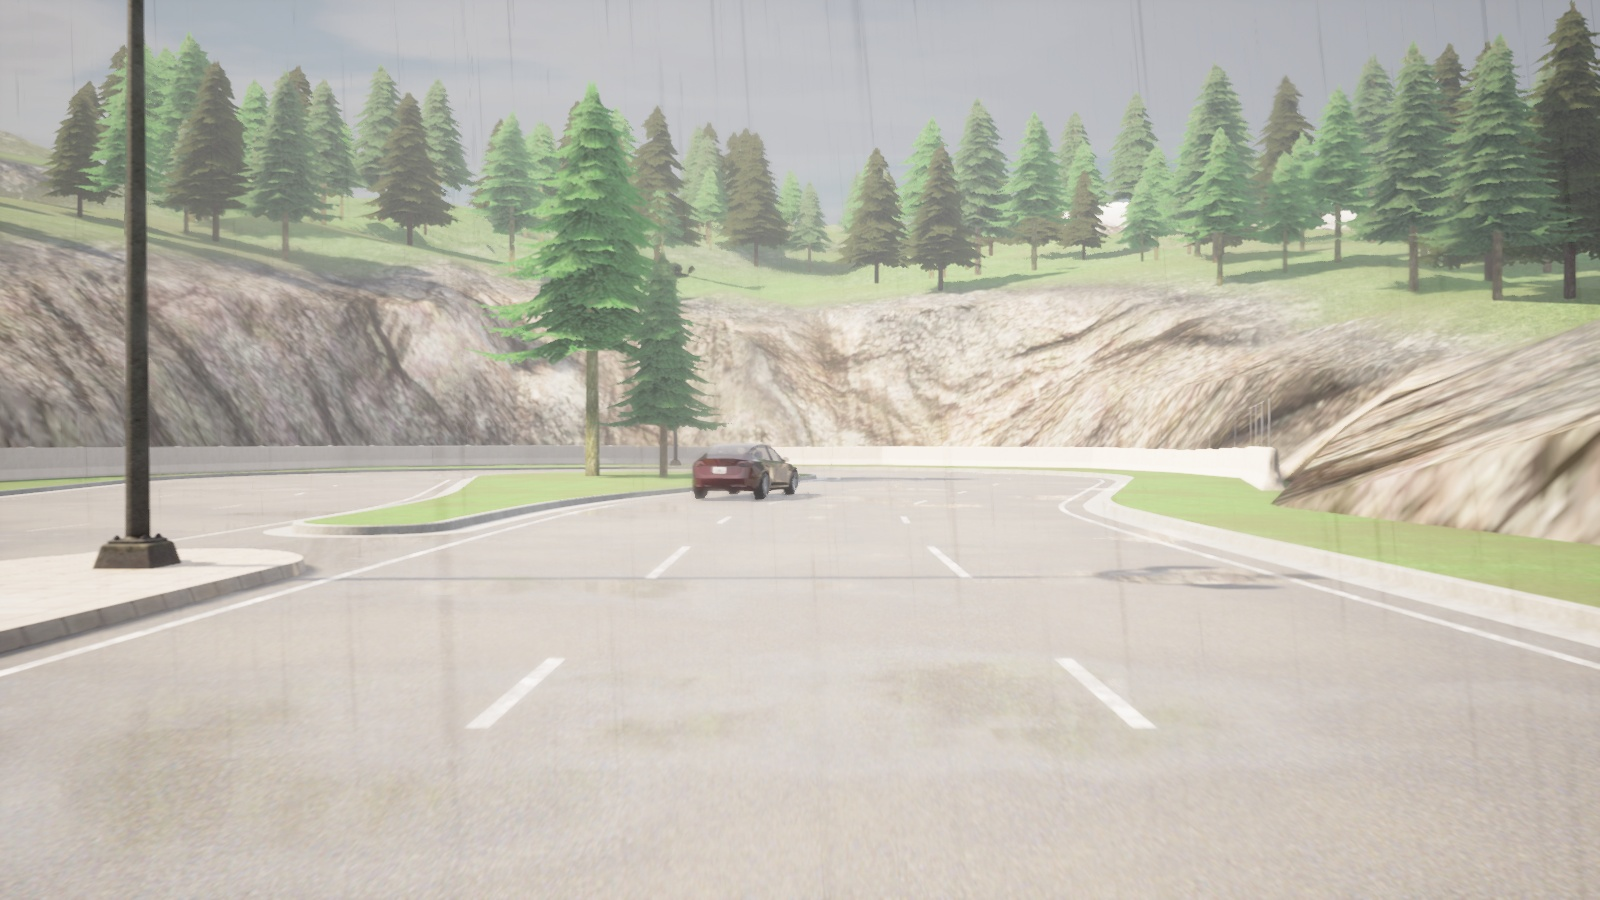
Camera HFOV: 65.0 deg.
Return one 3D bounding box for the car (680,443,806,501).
[{"bbox_3d":[-1.469,0.550,34.697,2.163,1.488,4.792,0,0,15],"label":"car"}]
